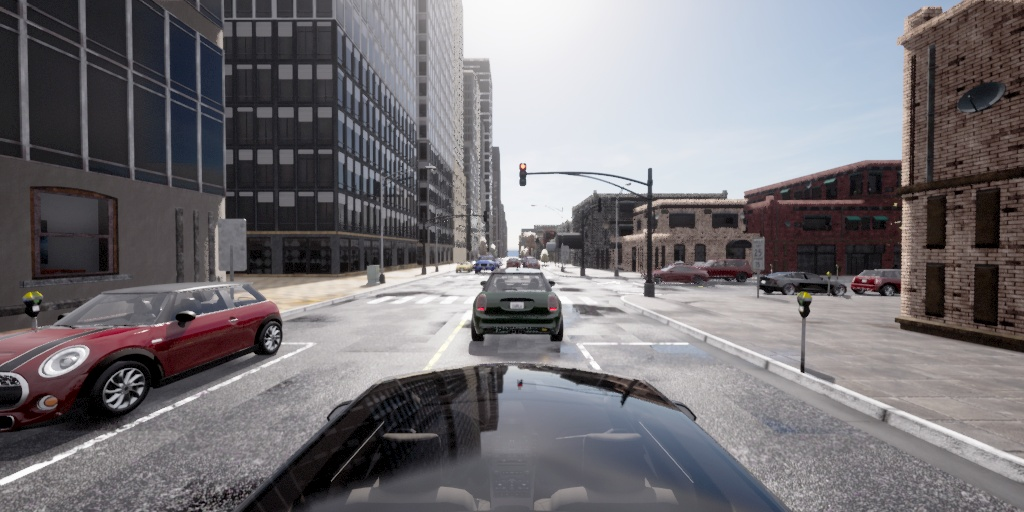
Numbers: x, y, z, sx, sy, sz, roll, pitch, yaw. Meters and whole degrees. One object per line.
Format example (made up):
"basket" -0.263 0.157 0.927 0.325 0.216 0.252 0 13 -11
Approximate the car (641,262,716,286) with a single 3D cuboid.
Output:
"car" 11.979 1.370 26.410 4.674 1.442 1.812 1 1 2

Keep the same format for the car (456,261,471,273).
"car" -5.725 1.264 43.437 1.751 1.417 4.829 0 0 0

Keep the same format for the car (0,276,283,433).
"car" -5.682 1.188 5.659 1.967 1.591 4.097 0 0 0

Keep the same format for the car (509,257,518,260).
"car" 0.234 1.087 55.763 2.097 1.767 4.553 0 0 0

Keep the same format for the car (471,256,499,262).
"car" -2.990 0.961 41.541 2.150 2.045 5.566 0 0 1

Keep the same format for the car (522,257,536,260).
"car" 2.807 1.177 49.175 1.967 1.591 4.097 0 0 0

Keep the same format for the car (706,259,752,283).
"car" 16.585 1.163 28.858 5.009 1.841 2.192 0 0 1

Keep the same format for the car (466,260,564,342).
"car" 0.155 1.099 9.953 2.097 1.767 4.553 0 0 1

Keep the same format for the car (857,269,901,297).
"car" 22.005 1.473 20.395 4.097 1.591 1.967 0 0 1

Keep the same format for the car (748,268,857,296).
"car" 16.458 1.546 20.480 4.313 1.339 1.948 0 0 1
